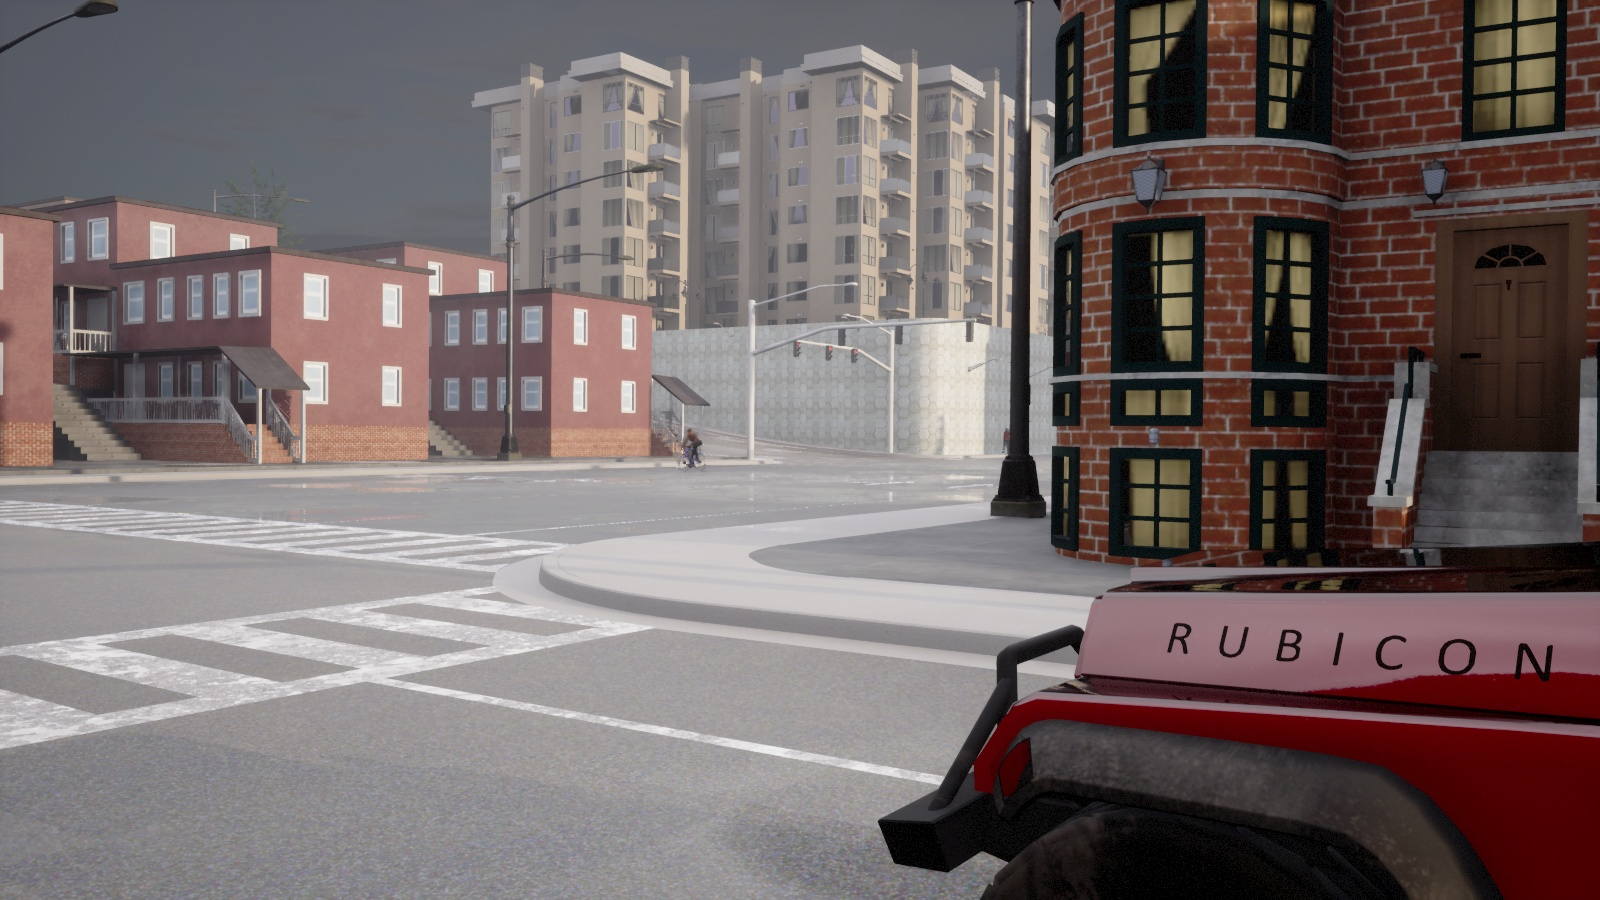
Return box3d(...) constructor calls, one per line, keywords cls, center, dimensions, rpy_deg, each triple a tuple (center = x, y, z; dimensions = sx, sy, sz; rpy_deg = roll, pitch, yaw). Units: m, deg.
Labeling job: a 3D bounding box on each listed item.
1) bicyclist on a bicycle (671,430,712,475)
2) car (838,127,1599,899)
box3d(cls="bicyclist on a bicycle", center=(-4.051, 0.080, 46.956), dimensions=(0.582, 1.620, 1.656), rpy_deg=(0, 1, 33))
box3d(cls="car", center=(2.219, 0.478, 2.153), dimensions=(3.866, 1.878, 1.905), rpy_deg=(0, 1, 33))
